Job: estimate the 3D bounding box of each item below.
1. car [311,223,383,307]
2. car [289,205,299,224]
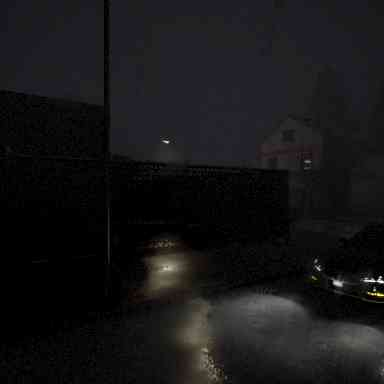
[{"bbox_3d":[4.812,1.505,7.721,4.892,1.490,1.837,0,1,-34],"label":"car"},{"bbox_3d":[5.007,1.221,24.199,2.150,2.045,5.566,0,0,-35],"label":"car"}]
